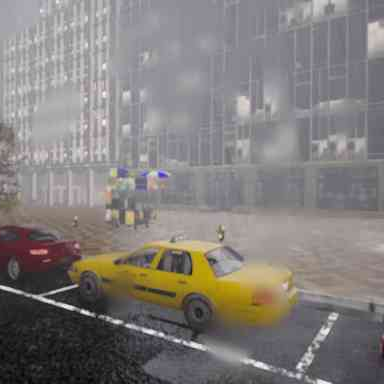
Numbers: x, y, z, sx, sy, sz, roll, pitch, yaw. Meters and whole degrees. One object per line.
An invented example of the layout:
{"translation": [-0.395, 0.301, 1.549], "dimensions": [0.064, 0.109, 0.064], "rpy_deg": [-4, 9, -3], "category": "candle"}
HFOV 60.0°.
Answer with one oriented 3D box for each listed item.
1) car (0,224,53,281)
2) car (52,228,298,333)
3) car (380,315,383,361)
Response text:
{"translation": [-4.949, 1.566, 9.549], "dimensions": [4.206, 1.307, 1.802], "rpy_deg": [0, 0, 33], "category": "car"}
{"translation": [-0.468, 1.517, 6.614], "dimensions": [4.829, 1.417, 1.752], "rpy_deg": [0, 0, 33], "category": "car"}
{"translation": [4.298, 1.440, 3.492], "dimensions": [4.097, 1.590, 1.967], "rpy_deg": [0, 0, 33], "category": "car"}
